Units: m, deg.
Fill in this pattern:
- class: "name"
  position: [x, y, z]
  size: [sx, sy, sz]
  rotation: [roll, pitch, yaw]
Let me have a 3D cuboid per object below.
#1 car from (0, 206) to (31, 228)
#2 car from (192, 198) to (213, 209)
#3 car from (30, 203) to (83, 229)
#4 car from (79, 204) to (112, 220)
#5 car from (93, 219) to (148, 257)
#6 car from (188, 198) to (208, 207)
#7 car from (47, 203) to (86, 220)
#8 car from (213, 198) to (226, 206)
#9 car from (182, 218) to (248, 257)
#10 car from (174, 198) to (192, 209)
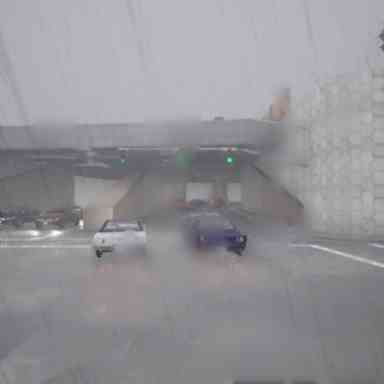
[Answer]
- class: "car"
  position: [-13.347, 1.869, 25.672]
  size: [2.128, 1.511, 4.902]
  rotation: [-1, -1, 2]
- class: "car"
  position: [1.791, 1.969, 55.776]
  size: [2.128, 1.511, 4.902]
  rotation: [-1, -1, 9]
- class: "car"
  position: [-9.868, 1.854, 24.865]
  size: [1.812, 1.442, 4.674]
  rotation: [-1, -1, 2]
- class: "car"
  position: [-9.626, 1.970, 33.542]
  size: [1.994, 1.385, 4.181]
  rotation: [-1, -1, 1]
- class: "car"
  position: [-2.793, 1.743, 13.744]
  size: [1.895, 1.301, 4.718]
  rotation: [-1, -1, -8]
- class: "car"
  position: [1.168, 2.055, 65.791]
  size: [1.882, 1.535, 5.008]
  rotation: [-1, -1, 27]
- class: "car"
  position: [-13.079, 1.951, 34.948]
  size: [2.128, 1.511, 4.902]
  rotation: [-1, -1, 2]
- class: "car"
  position: [4.965, 1.883, 65.629]
  size: [2.097, 1.767, 4.553]
  rotation: [-1, -1, 31]
- class: "car"
  position: [0.717, 1.700, 13.563]
  size: [1.895, 1.301, 4.718]
  rotation: [-1, -1, -8]
- class: "car"
  position: [-1.701, 1.873, 56.064]
  size: [2.097, 1.767, 4.553]
  rotation: [-1, -1, 9]
